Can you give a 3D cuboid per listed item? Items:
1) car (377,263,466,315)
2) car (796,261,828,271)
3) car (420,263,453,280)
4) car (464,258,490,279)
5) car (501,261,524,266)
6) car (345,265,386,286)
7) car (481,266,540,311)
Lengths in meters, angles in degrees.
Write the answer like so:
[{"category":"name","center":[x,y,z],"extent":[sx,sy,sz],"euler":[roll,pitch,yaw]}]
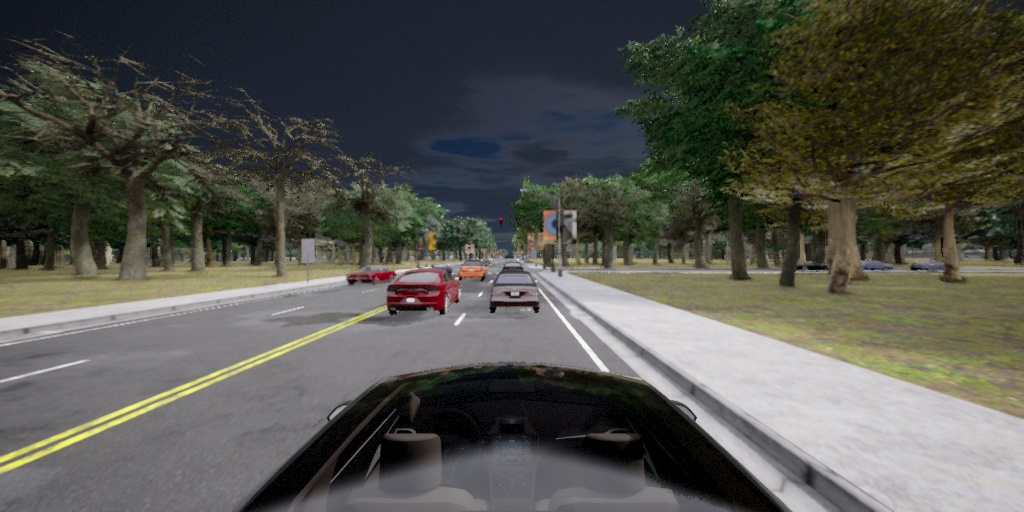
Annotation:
[{"category":"car","center":[-3.142,1.221,13.616],"extent":[1.882,1.535,5.008],"euler":[0,0,0]},{"category":"car","center":[37.347,1.314,44.939],"extent":[4.718,1.301,1.895],"euler":[0,0,0]},{"category":"car","center":[-6.572,1.343,31.705],"extent":[1.895,1.301,4.718],"euler":[0,0,0]},{"category":"car","center":[-3.160,1.094,29.900],"extent":[2.097,1.767,4.553],"euler":[0,0,0]},{"category":"car","center":[0.072,1.219,31.634],"extent":[1.882,1.535,5.008],"euler":[0,0,0]},{"category":"car","center":[-9.847,1.342,25.287],"extent":[1.895,1.301,4.718],"euler":[0,0,0]},{"category":"car","center":[0.085,1.290,14.270],"extent":[2.033,1.411,5.357],"euler":[0,0,0]}]
